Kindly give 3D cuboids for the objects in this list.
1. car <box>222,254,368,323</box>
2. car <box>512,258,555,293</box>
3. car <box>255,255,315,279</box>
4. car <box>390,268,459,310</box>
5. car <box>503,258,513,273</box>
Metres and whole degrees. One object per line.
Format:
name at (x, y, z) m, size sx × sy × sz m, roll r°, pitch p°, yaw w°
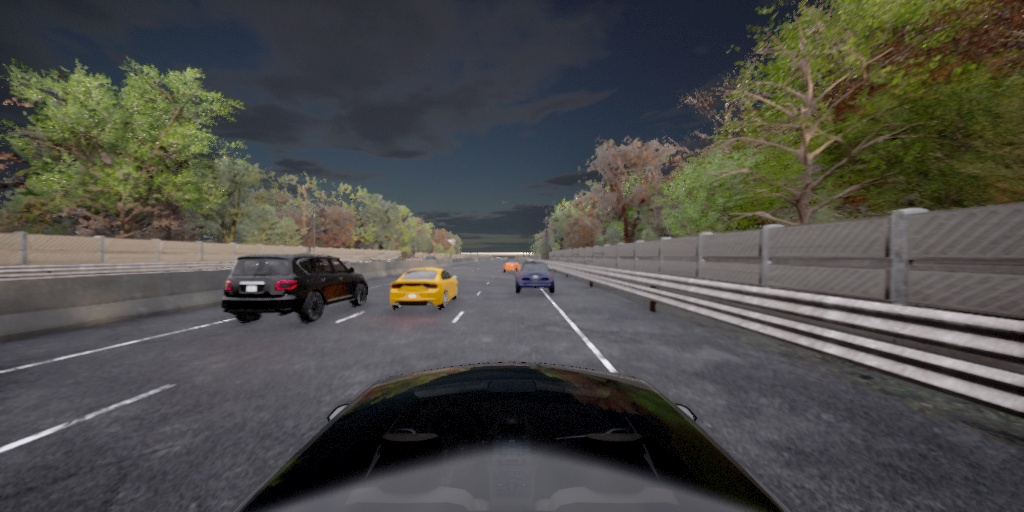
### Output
car at (-6.904, 0.958, 12.193) m, size 2.150 × 2.045 × 5.566 m, roll 0°, pitch 0°, yaw 0°
car at (1.224, 1.084, 20.773) m, size 2.097 × 1.767 × 4.553 m, roll 0°, pitch 0°, yaw 0°
car at (-21.089, 0.953, 33.681) m, size 2.150 × 2.045 × 5.566 m, roll 0°, pitch 0°, yaw 0°
car at (-3.399, 1.212, 14.698) m, size 1.882 × 1.535 × 5.008 m, roll 0°, pitch 0°, yaw 0°
car at (0.034, 1.082, 43.830) m, size 2.097 × 1.767 × 4.553 m, roll 0°, pitch 0°, yaw 1°
